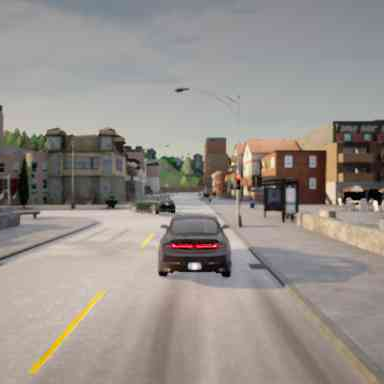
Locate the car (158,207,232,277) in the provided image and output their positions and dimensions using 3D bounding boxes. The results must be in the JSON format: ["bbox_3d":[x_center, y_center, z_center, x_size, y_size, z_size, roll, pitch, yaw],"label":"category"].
[{"bbox_3d":[0.084,1.402,9.897,1.837,1.490,4.892,0,0,1],"label":"car"}]

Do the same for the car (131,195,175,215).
[{"bbox_3d":[-3.589,1.047,29.862,2.097,1.767,4.553,-1,1,-43],"label":"car"}]
